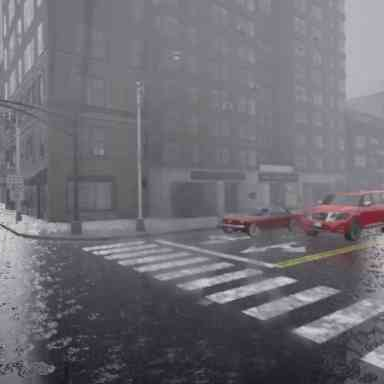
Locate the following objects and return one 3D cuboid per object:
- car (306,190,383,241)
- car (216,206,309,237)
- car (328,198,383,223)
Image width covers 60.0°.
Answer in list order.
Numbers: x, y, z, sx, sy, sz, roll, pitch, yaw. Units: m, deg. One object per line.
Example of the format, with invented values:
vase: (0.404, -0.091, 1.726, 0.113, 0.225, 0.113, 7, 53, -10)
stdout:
car: (7.369, 0.951, 15.395, 5.566, 2.045, 2.150, -1, 1, -37)
car: (3.456, 1.374, 16.501, 4.718, 1.301, 1.895, -1, 1, -37)
car: (11.296, 1.179, 22.456, 4.181, 1.385, 1.994, -1, 1, -37)
